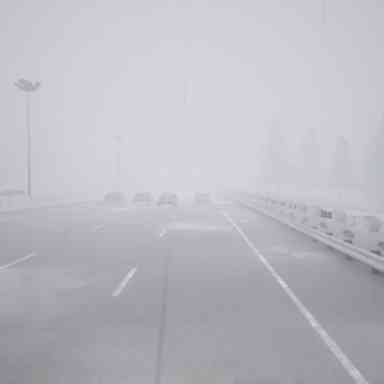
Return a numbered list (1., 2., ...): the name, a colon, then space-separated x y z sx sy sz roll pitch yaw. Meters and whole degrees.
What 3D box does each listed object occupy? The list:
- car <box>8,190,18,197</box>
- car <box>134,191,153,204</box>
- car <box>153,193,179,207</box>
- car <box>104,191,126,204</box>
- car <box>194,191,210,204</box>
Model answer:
1. car: -20.084 0.565 36.557 2.097 1.767 4.553 0 1 2
2. car: -5.795 0.625 40.284 2.128 1.511 4.902 0 1 2
3. car: -2.443 0.756 34.586 2.033 1.411 5.357 0 1 2
4. car: -9.294 0.642 40.426 1.837 1.490 4.892 0 1 2
5. car: 1.225 0.588 40.970 1.882 1.535 5.008 0 1 2
